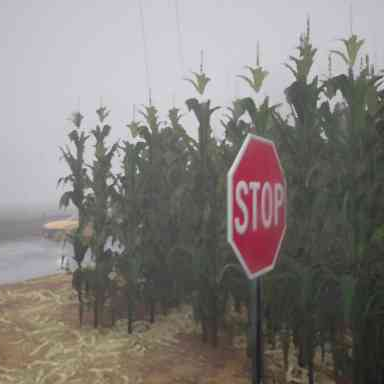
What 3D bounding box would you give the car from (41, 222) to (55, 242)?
[{"bbox_3d":[-5.176,1.677,17.091,1.882,1.535,5.008,0,0,34],"label":"car"}]
